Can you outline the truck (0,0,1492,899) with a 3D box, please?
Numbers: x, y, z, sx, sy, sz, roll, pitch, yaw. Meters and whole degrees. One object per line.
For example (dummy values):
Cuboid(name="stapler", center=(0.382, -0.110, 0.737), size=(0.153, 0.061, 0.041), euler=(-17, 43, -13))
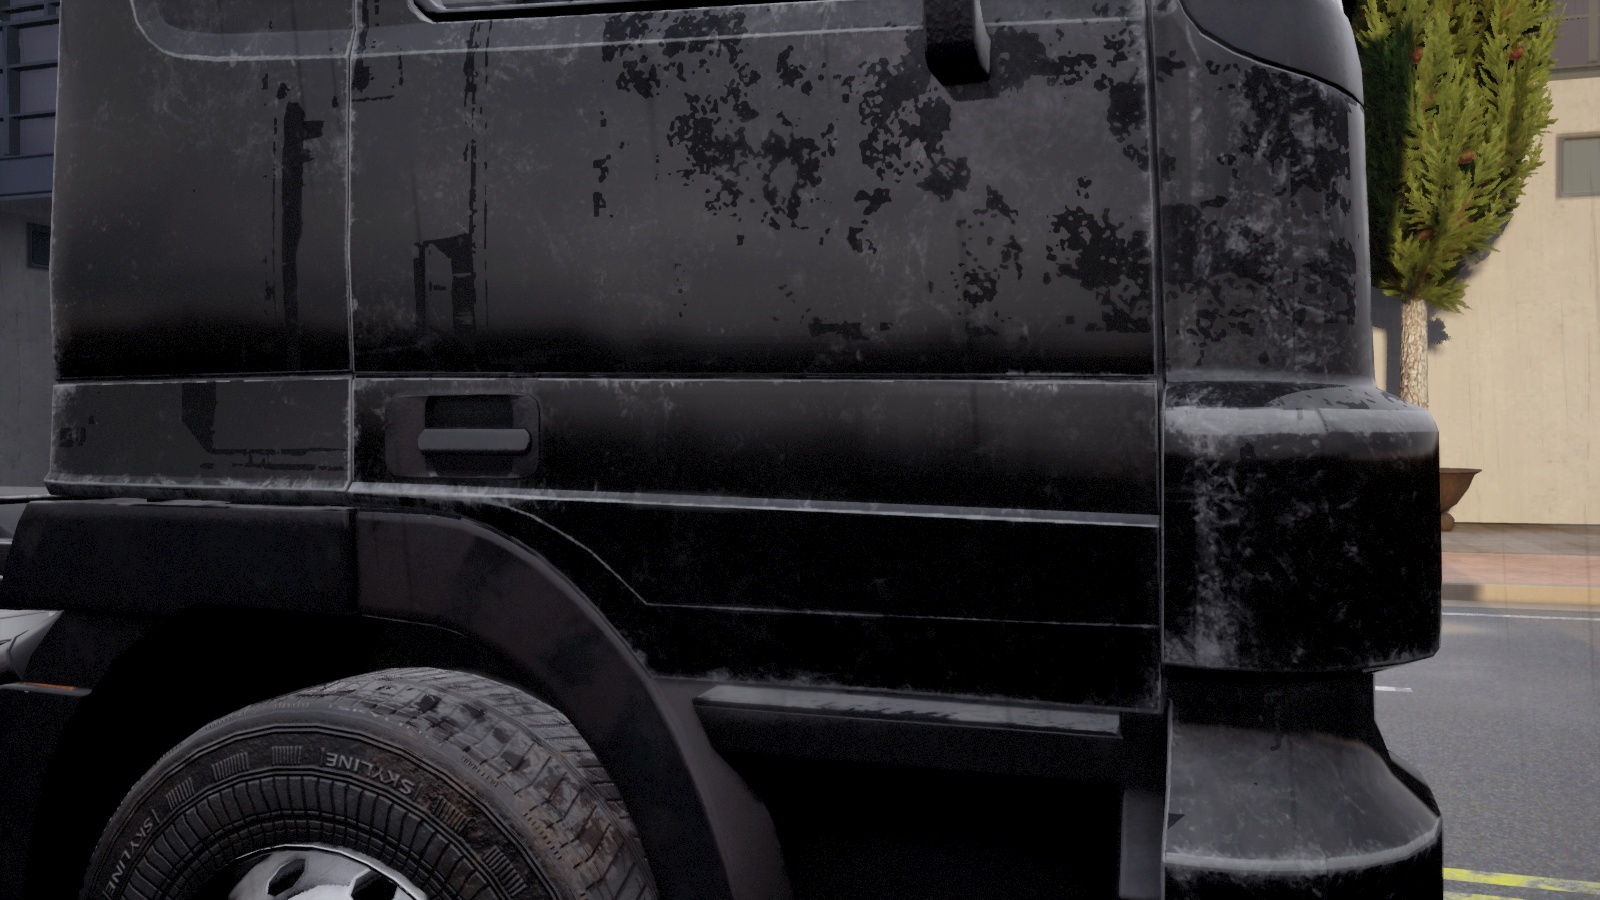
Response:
Cuboid(name="truck", center=(-2.510, -0.230, 4.057), size=(7.936, 3.462, 2.891), euler=(1, 1, 19))
